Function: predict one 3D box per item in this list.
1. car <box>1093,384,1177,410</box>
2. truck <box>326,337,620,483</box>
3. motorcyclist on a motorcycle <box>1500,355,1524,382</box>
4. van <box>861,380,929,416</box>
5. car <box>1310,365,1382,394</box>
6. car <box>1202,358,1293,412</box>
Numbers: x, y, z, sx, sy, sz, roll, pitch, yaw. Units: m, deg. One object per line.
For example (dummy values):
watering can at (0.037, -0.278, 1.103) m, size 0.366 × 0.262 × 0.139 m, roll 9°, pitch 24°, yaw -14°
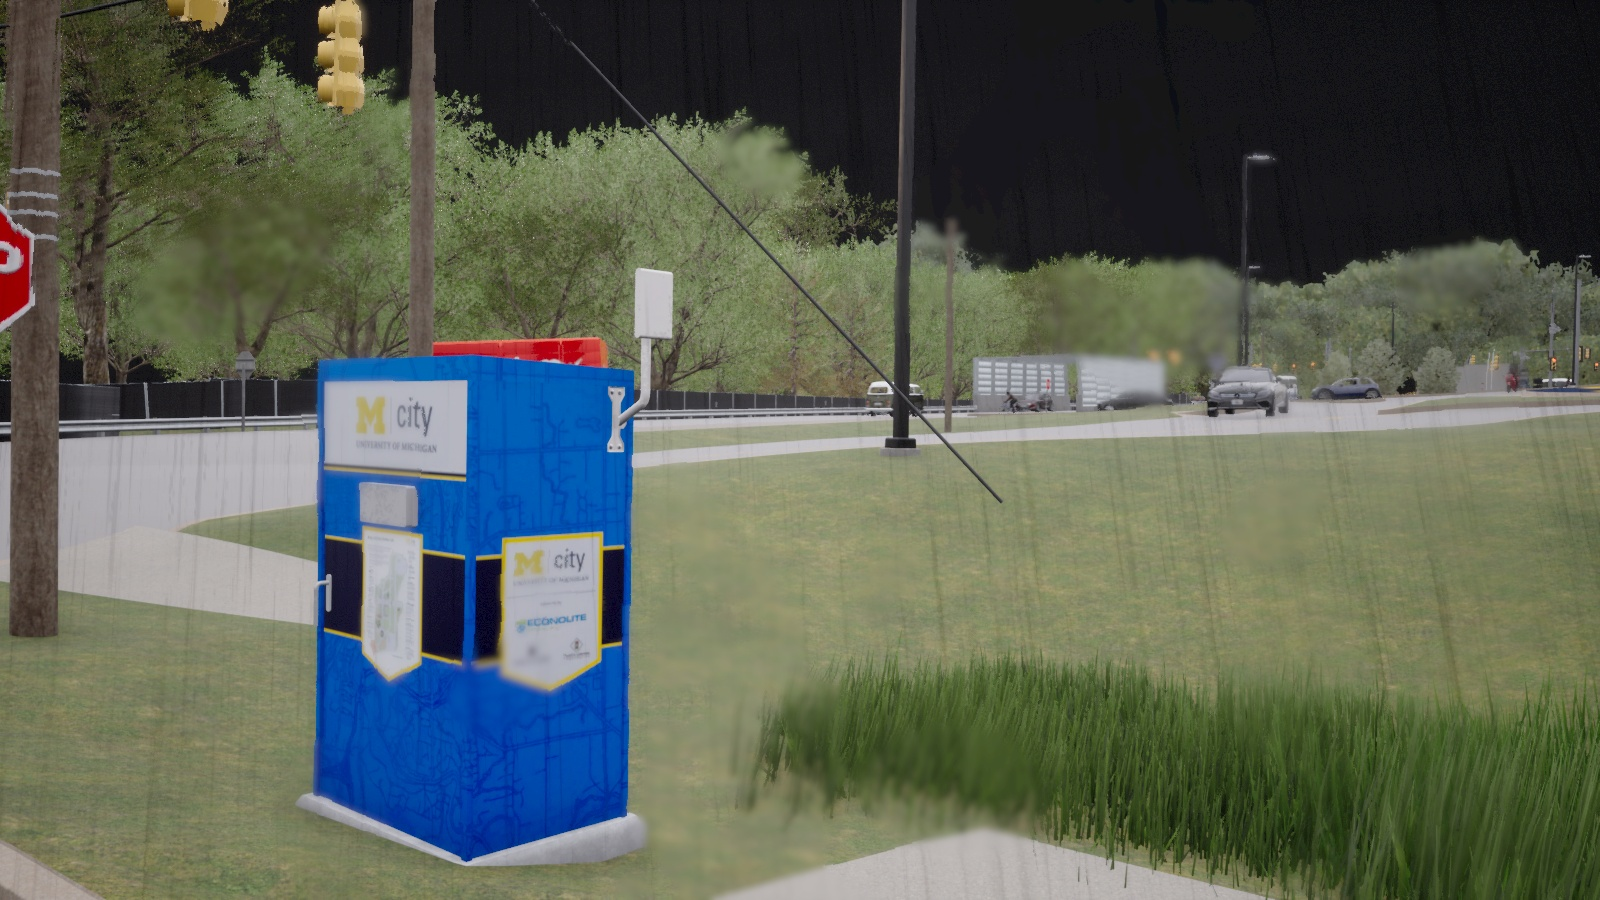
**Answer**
car at (21.562, -3.389, 80.894) m, size 4.892 × 1.490 × 1.837 m, roll -2°, pitch 1°, yaw 26°
truck at (-6.408, -0.796, 25.299) m, size 5.204 × 2.467 × 2.627 m, roll -4°, pitch 1°, yaw -4°
motorcyclist on a motorcycle at (42.690, -4.882, 75.235) m, size 0.797 × 1.523 × 2.044 m, roll 1°, pitch 5°, yaw 43°
van at (5.589, -3.044, 73.382) m, size 2.069 × 2.038 × 4.480 m, roll 0°, pitch 2°, yaw 32°
car at (33.104, -4.262, 76.269) m, size 3.806 × 1.475 × 1.970 m, roll -3°, pitch 2°, yaw 20°
car at (13.220, -1.951, 36.922) m, size 1.812 × 1.442 × 4.674 m, roll 0°, pitch 3°, yaw 28°
